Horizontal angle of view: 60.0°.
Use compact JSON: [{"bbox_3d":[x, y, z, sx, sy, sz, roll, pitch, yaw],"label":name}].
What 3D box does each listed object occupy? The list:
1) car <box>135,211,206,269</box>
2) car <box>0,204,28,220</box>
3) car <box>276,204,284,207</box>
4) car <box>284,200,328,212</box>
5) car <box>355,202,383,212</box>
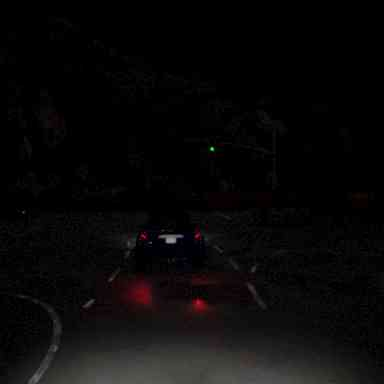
[{"bbox_3d":[-0.817,1.438,11.692,2.097,1.767,4.553,0,0,-6],"label":"car"},{"bbox_3d":[-17.285,1.818,30.254,4.181,1.385,1.994,0,-1,2],"label":"car"},{"bbox_3d":[13.663,1.792,43.155,5.357,1.411,2.033,0,0,-4],"label":"car"},{"bbox_3d":[13.831,1.748,39.652,4.674,1.442,1.812,-1,0,-4],"label":"car"},{"bbox_3d":[18.451,1.727,32.956,4.181,1.385,1.994,0,0,-4],"label":"car"}]
